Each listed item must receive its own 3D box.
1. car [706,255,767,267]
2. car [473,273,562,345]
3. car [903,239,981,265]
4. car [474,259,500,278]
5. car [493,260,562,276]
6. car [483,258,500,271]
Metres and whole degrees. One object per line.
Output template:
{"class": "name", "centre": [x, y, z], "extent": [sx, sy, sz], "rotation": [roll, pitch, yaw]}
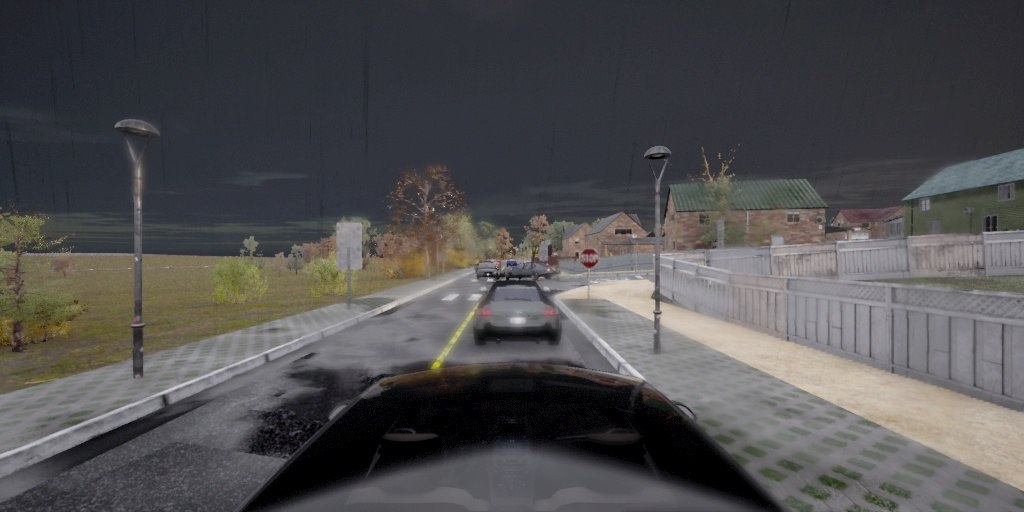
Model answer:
{"class": "car", "centre": [14.373, 0.413, 22.867], "extent": [4.181, 1.385, 1.994], "rotation": [-3, 0, 16]}
{"class": "car", "centre": [0.097, 1.313, 9.467], "extent": [1.994, 1.385, 4.181], "rotation": [0, 0, -1]}
{"class": "car", "centre": [23.875, -0.208, 20.452], "extent": [4.902, 1.511, 2.128], "rotation": [-3, 0, 14]}
{"class": "car", "centre": [-2.271, 1.257, 31.391], "extent": [1.837, 1.490, 4.892], "rotation": [0, 0, -8]}
{"class": "car", "centre": [1.318, 1.197, 28.482], "extent": [5.357, 1.411, 2.033], "rotation": [-4, -3, 43]}
{"class": "car", "centre": [-2.881, 1.120, 51.209], "extent": [2.097, 1.767, 4.553], "rotation": [0, 0, 1]}
